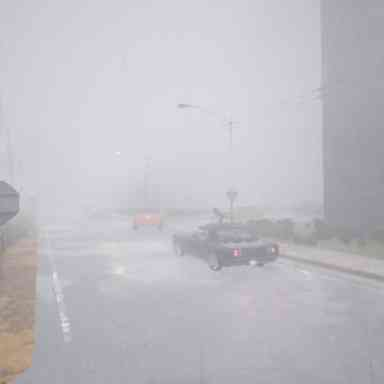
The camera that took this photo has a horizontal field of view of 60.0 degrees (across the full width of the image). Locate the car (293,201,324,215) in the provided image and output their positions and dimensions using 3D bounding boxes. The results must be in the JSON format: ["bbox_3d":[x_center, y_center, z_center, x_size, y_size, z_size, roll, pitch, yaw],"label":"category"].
[{"bbox_3d":[16.432,2.381,47.156,2.242,1.667,4.611,0,-1,-25],"label":"car"}]

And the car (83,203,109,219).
[{"bbox_3d":[-11.271,2.429,39.714,1.812,1.442,4.674,0,-1,-30],"label":"car"}]

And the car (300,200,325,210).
[{"bbox_3d":[23.514,2.546,65.100,1.932,1.855,4.605,0,-1,-25],"label":"car"}]

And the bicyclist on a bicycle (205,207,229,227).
[{"bbox_3d":[1.493,1.712,19.749,1.656,1.620,0.582,0,-1,-25],"label":"bicyclist on a bicycle"}]

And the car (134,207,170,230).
[{"bbox_3d":[-3.016,1.915,25.777,2.097,1.767,4.553,0,-1,4],"label":"car"}]

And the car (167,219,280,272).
[{"bbox_3d":[0.911,1.852,11.905,1.895,1.301,4.718,0,-1,-25],"label":"car"}]

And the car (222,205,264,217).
[{"bbox_3d":[5.769,2.238,37.539,5.008,1.535,1.882,0,-1,-25],"label":"car"}]

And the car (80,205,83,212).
[{"bbox_3d":[-19.080,2.869,62.349,1.882,1.535,5.008,-1,-2,9],"label":"car"}]
